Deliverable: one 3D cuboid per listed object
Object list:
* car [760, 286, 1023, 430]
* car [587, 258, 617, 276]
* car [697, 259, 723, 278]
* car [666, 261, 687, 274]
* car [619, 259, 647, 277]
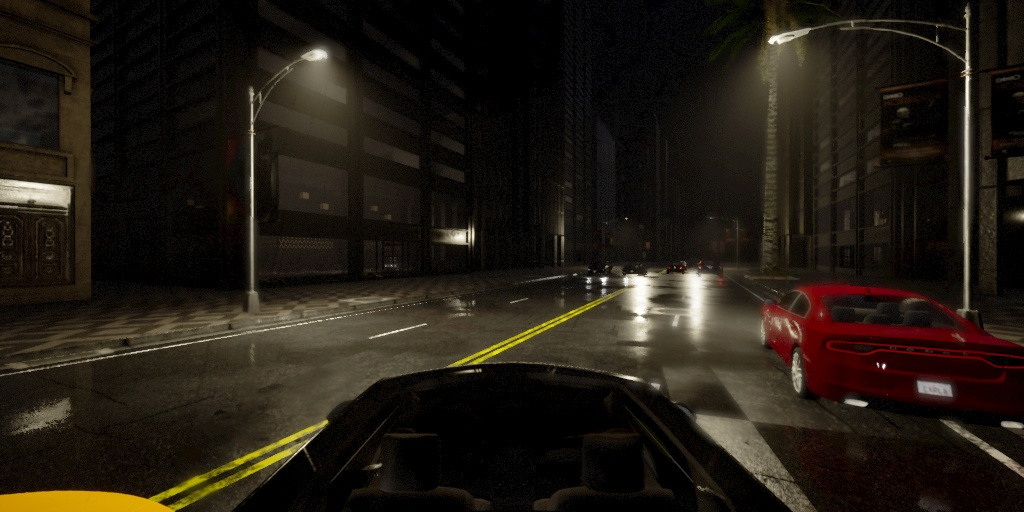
[{"bbox_3d":[5.516,1.228,5.915,1.882,1.535,5.008,0,0,27],"label":"car"},{"bbox_3d":[9.121,1.269,36.915,1.837,1.490,4.892,0,0,27],"label":"car"},{"bbox_3d":[19.301,1.117,34.987,2.097,1.767,4.553,0,0,27],"label":"car"},{"bbox_3d":[18.662,1.317,40.809,2.033,1.411,5.357,0,0,27],"label":"car"},{"bbox_3d":[12.452,1.328,36.285,1.994,1.385,4.181,0,0,27],"label":"car"}]
